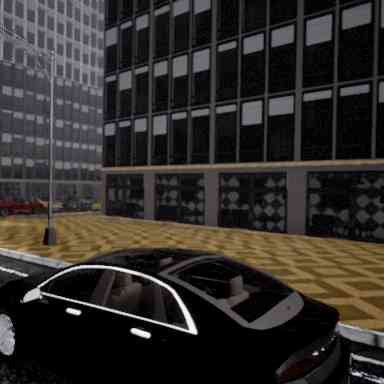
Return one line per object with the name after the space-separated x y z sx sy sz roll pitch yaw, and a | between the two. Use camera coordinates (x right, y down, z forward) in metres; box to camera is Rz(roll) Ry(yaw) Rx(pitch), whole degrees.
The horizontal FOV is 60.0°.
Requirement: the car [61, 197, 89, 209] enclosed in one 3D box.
-14.768 1.446 43.808 1.837 1.490 4.892 2 1 37 | car

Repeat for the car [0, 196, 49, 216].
-16.701 1.294 31.553 2.192 1.841 5.009 1 0 37 | car

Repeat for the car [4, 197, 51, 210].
-20.149 1.359 40.947 1.752 1.417 4.829 1 0 37 | car

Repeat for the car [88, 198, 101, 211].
-9.856 1.603 40.730 1.752 1.417 4.829 1 0 37 | car

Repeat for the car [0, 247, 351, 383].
-0.709 1.482 4.201 4.892 1.490 1.837 0 0 36 | car
